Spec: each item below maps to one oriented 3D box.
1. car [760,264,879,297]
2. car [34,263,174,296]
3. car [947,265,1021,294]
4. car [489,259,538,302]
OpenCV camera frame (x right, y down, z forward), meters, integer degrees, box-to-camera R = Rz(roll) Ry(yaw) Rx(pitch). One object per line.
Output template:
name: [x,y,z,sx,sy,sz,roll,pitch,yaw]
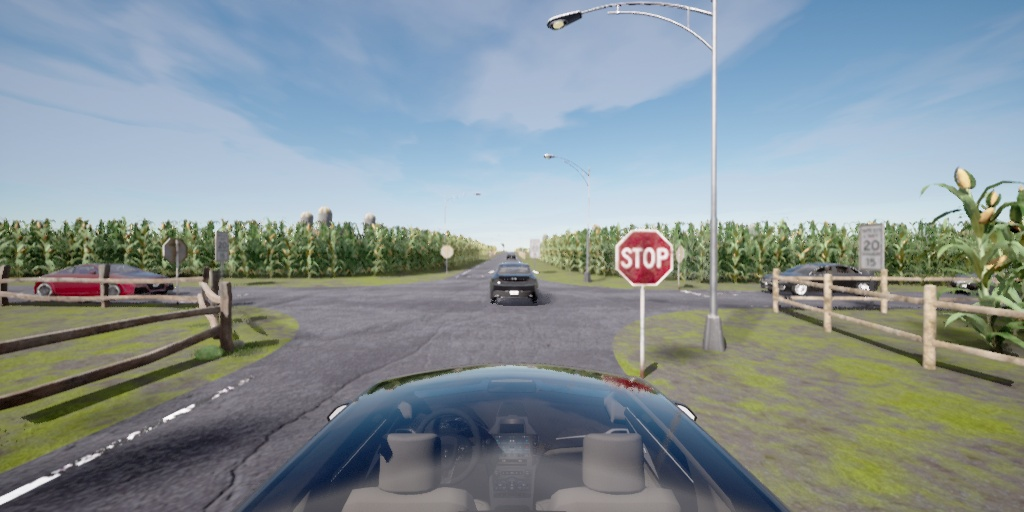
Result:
car: [14.758,1.122,17.383,4.892,1.490,1.837,0,0,0]
car: [-16.541,1.002,14.684,4.181,1.385,1.994,0,0,0]
car: [24.165,1.174,17.313,4.902,1.511,2.128,0,0,0]
car: [0.075,1.042,15.385,1.837,1.490,4.892,0,1,0]
